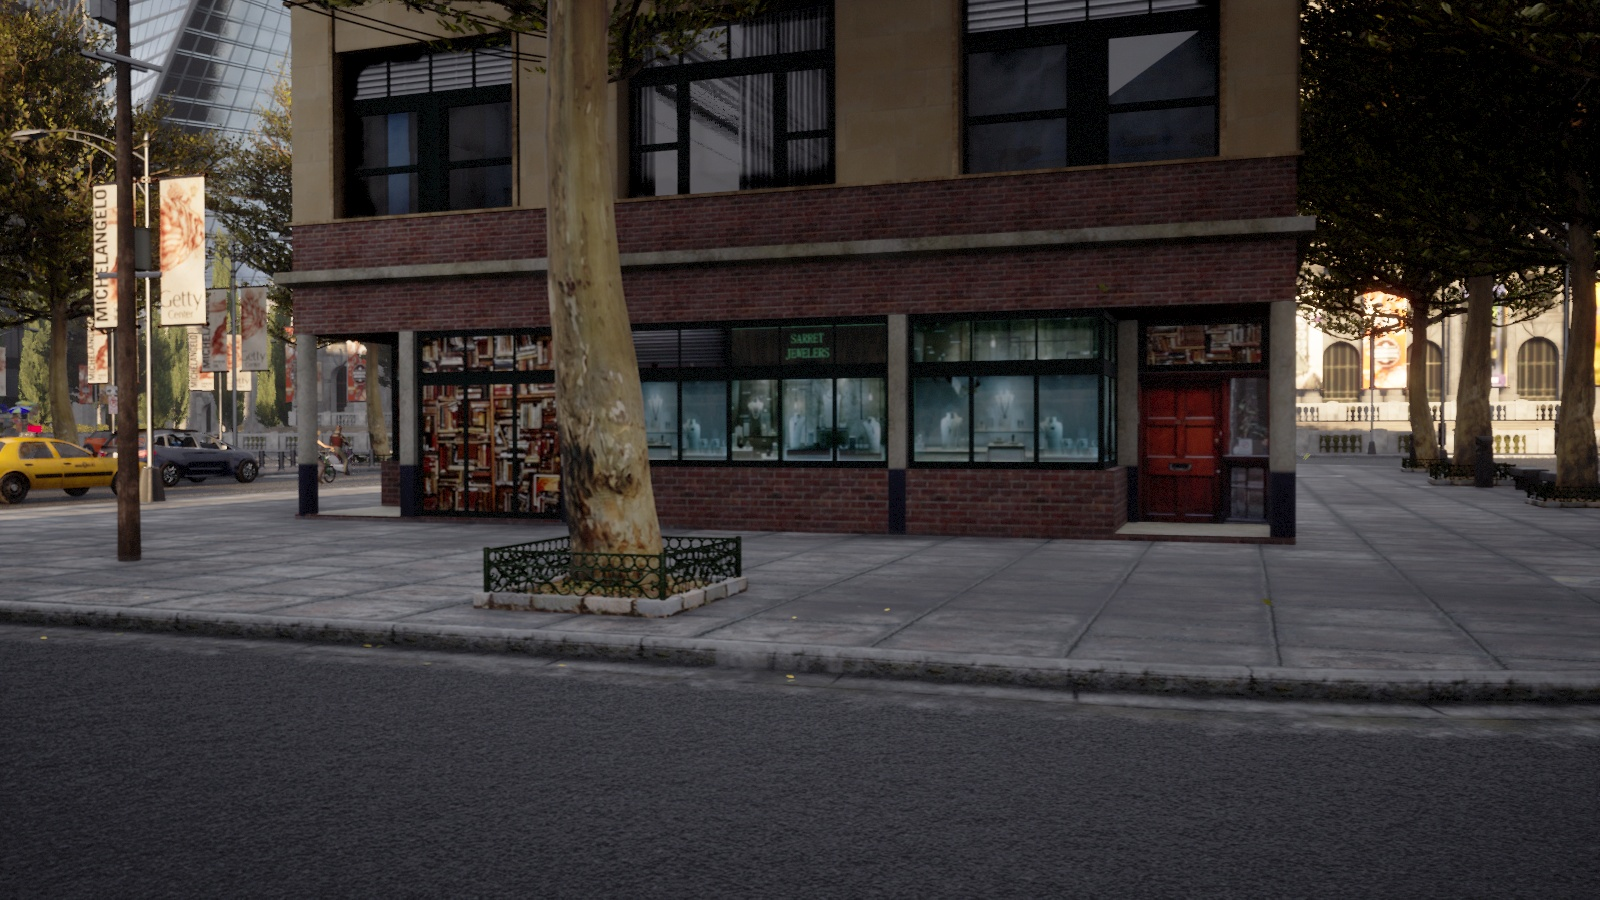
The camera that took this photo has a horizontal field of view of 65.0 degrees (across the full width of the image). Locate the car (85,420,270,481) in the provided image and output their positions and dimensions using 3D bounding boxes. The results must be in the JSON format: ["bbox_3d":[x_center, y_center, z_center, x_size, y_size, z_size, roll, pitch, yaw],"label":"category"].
[{"bbox_3d":[-18.247,-0.023,37.068,2.242,1.667,4.611,1,1,20],"label":"car"}]

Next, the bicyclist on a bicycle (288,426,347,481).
[{"bbox_3d":[-14.392,0.081,37.485,0.866,1.612,1.509,1,1,20],"label":"bicyclist on a bicycle"}]

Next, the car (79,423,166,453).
[{"bbox_3d":[-41.200,-0.762,76.389,4.553,1.767,2.097,1,1,20],"label":"car"}]

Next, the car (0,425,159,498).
[{"bbox_3d":[-17.529,0.212,28.688,1.801,1.575,5.366,1,1,20],"label":"car"}]

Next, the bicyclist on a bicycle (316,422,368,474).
[{"bbox_3d":[-15.929,-0.095,43.738,0.659,1.776,1.843,1,1,20],"label":"bicyclist on a bicycle"}]
